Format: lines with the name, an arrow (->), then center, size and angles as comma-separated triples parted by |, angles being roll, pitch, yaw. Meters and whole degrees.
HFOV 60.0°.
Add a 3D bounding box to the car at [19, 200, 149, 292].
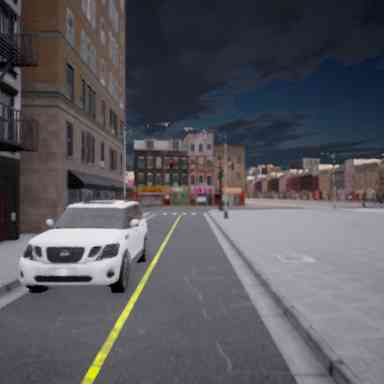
car -> -2.570, 1.267, 9.403 | 2.150, 2.045, 5.566 | 0, 0, 0
